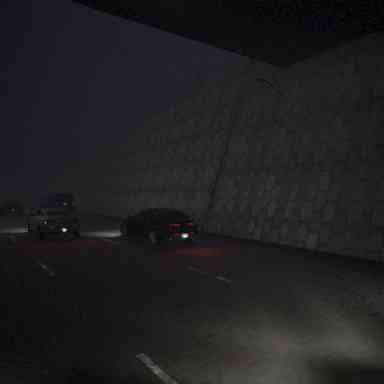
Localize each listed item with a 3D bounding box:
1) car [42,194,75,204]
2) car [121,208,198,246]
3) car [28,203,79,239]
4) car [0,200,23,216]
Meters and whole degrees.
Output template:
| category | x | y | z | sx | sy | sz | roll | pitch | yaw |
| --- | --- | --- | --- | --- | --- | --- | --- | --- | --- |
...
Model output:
| category | x | y | z | sx | sy | sz | roll | pitch | yaw |
| --- | --- | --- | --- | --- | --- | --- | --- | --- | --- |
| car | -12.568 | 1.186 | 31.134 | 2.150 | 2.045 | 5.566 | 0 | 0 | -35 |
| car | -1.657 | 1.493 | 15.350 | 1.837 | 1.490 | 4.892 | 0 | 0 | -35 |
| car | -7.217 | 1.508 | 17.239 | 1.812 | 1.442 | 4.674 | 0 | 0 | -35 |
| car | -17.812 | 1.488 | 32.546 | 1.812 | 1.442 | 4.674 | 0 | 0 | -35 |
